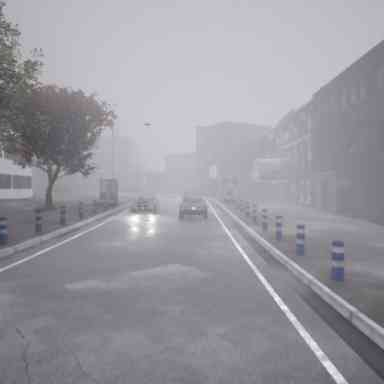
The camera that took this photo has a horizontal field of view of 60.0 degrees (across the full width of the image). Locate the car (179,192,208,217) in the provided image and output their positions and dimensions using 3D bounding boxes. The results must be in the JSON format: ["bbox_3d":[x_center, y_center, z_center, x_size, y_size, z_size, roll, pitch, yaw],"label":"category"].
[{"bbox_3d":[0.105,0.983,24.218,1.994,1.385,4.181,0,2,0],"label":"car"}]

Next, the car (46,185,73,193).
[{"bbox_3d":[-24.837,-0.462,62.272,4.902,1.511,2.128,1,0,5],"label":"car"}]

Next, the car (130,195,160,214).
[{"bbox_3d":[-3.606,0.907,26.241,1.994,1.385,4.181,0,2,0],"label":"car"}]

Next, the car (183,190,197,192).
[{"bbox_3d":[-0.257,0.369,41.860,1.994,1.385,4.181,0,2,-4],"label":"car"}]
